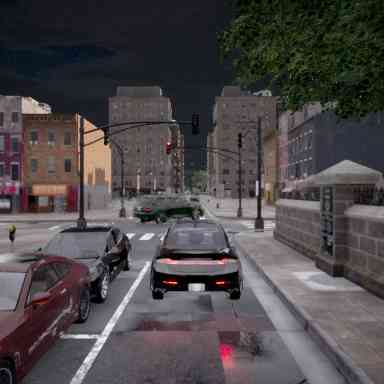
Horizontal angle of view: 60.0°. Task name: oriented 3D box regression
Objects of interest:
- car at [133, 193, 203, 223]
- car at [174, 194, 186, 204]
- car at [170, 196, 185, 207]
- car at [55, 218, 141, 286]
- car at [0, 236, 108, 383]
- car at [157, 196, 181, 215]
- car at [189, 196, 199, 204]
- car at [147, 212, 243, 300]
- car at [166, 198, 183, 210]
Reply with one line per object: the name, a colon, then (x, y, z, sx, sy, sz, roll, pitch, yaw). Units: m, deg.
car: (-1.679, 1.231, 24.666, 5.566, 2.045, 2.150, -1, 2, -43)
car: (-2.212, 1.340, 63.825, 2.097, 1.767, 4.553, 0, 0, 0)
car: (-2.247, 1.482, 53.570, 2.128, 1.511, 4.902, 0, 0, 0)
car: (-2.629, 1.566, 8.200, 1.947, 1.339, 4.313, 0, 0, 0)
car: (-2.632, 1.582, 4.538, 1.802, 1.307, 4.206, 0, 0, 0)
car: (-2.287, 1.346, 34.776, 2.097, 1.767, 4.553, 0, 0, 1)
car: (0.444, 1.492, 63.350, 1.837, 1.490, 4.892, 0, 0, 0)
car: (0.093, 1.492, 8.379, 2.128, 1.511, 4.902, 0, 0, 0)
car: (-2.255, 1.557, 43.711, 1.994, 1.385, 4.181, 0, 0, 0)
